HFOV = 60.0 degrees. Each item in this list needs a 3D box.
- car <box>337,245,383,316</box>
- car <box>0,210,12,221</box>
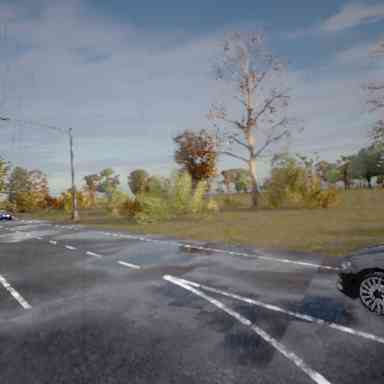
[{"bbox_3d":[4.710,1.253,4.965,2.128,1.511,4.902,-3,0,-37],"label":"car"},{"bbox_3d":[-24.923,3.093,43.515,1.994,1.385,4.181,-3,0,-38],"label":"car"}]
